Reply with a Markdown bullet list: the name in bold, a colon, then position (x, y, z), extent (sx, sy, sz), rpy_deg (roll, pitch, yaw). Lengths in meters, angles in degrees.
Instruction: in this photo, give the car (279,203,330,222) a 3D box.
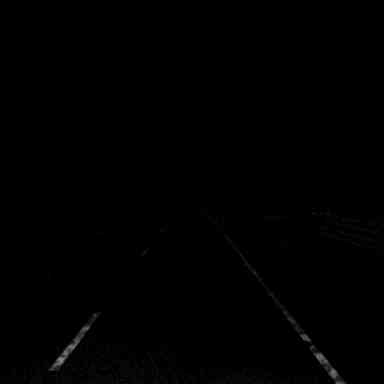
- **car**: position (9.084, 1.624, 27.117), extent (2.033, 1.411, 5.357), rpy_deg (0, 0, -11)
